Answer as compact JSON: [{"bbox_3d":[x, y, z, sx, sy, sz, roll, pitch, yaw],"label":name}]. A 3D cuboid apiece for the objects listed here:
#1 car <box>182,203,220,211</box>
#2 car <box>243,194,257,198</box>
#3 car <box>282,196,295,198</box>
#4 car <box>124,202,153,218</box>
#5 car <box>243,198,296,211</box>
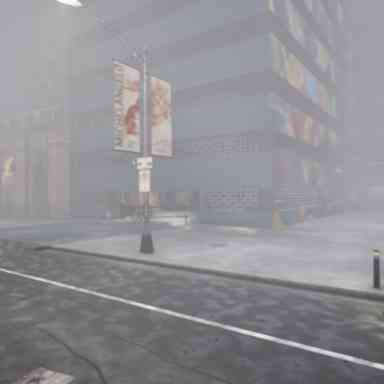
[{"bbox_3d":[1.205,1.712,40.961,4.718,1.301,1.895,-1,0,35],"label":"car"},{"bbox_3d":[11.231,1.285,56.530,5.566,2.045,2.435,-1,0,35],"label":"car"},{"bbox_3d":[25.254,1.817,89.360,4.892,1.521,2.231,-1,0,35],"label":"car"},{"bbox_3d":[-5.850,1.669,31.743,4.786,1.482,2.161,-1,0,35],"label":"car"},{"bbox_3d":[6.479,1.438,28.041,4.674,1.452,2.002,-1,0,35],"label":"car"}]
